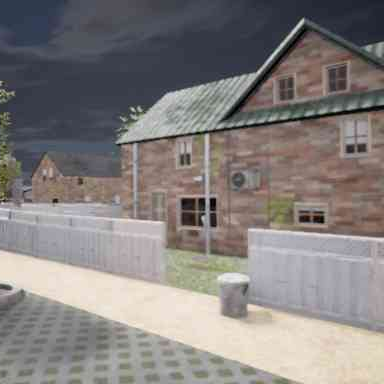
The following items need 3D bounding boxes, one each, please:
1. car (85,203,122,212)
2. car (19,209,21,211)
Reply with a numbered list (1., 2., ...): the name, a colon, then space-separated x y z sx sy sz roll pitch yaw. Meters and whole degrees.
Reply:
1. car: -7.876 1.807 31.048 2.097 1.767 4.553 -1 -2 35
2. car: -13.682 1.705 22.879 1.882 1.535 5.008 -1 -2 35
